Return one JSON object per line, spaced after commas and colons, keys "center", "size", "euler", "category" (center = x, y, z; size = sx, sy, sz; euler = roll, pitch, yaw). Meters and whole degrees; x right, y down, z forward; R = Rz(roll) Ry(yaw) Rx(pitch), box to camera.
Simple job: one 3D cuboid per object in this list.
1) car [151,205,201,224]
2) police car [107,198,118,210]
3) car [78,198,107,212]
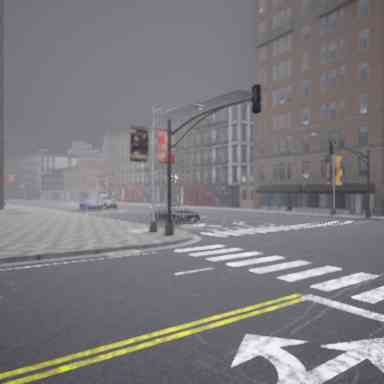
{"center": [-1.477, 1.750, 27.319], "size": [2.033, 1.411, 5.357], "euler": [0, 0, -35], "category": "car"}
{"center": [-12.443, 1.720, 48.474], "size": [1.930, 1.638, 5.238], "euler": [0, 0, -37], "category": "police car"}
{"center": [-13.600, 1.764, 44.383], "size": [1.882, 1.535, 5.008], "euler": [0, 0, -36], "category": "car"}
